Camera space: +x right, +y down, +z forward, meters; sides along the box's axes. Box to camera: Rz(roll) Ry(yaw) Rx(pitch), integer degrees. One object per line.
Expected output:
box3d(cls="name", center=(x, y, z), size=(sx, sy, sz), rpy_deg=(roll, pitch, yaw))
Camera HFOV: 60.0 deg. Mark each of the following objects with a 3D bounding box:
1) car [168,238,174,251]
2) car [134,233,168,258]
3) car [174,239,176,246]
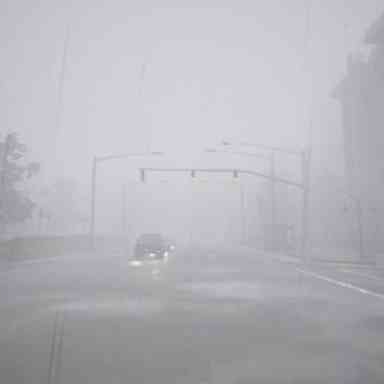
box3d(cls="car", center=(-3.637, 6.018, 39.130), size=(2.097, 1.767, 4.553), rpy_deg=(0, -7, 0))
box3d(cls="car", center=(-3.641, 4.691, 29.521), size=(2.150, 2.045, 5.566), rpy_deg=(0, -7, 0))
box3d(cls="car", center=(-3.630, 7.978, 53.180), size=(1.994, 1.385, 4.181), rpy_deg=(0, -7, 0))
